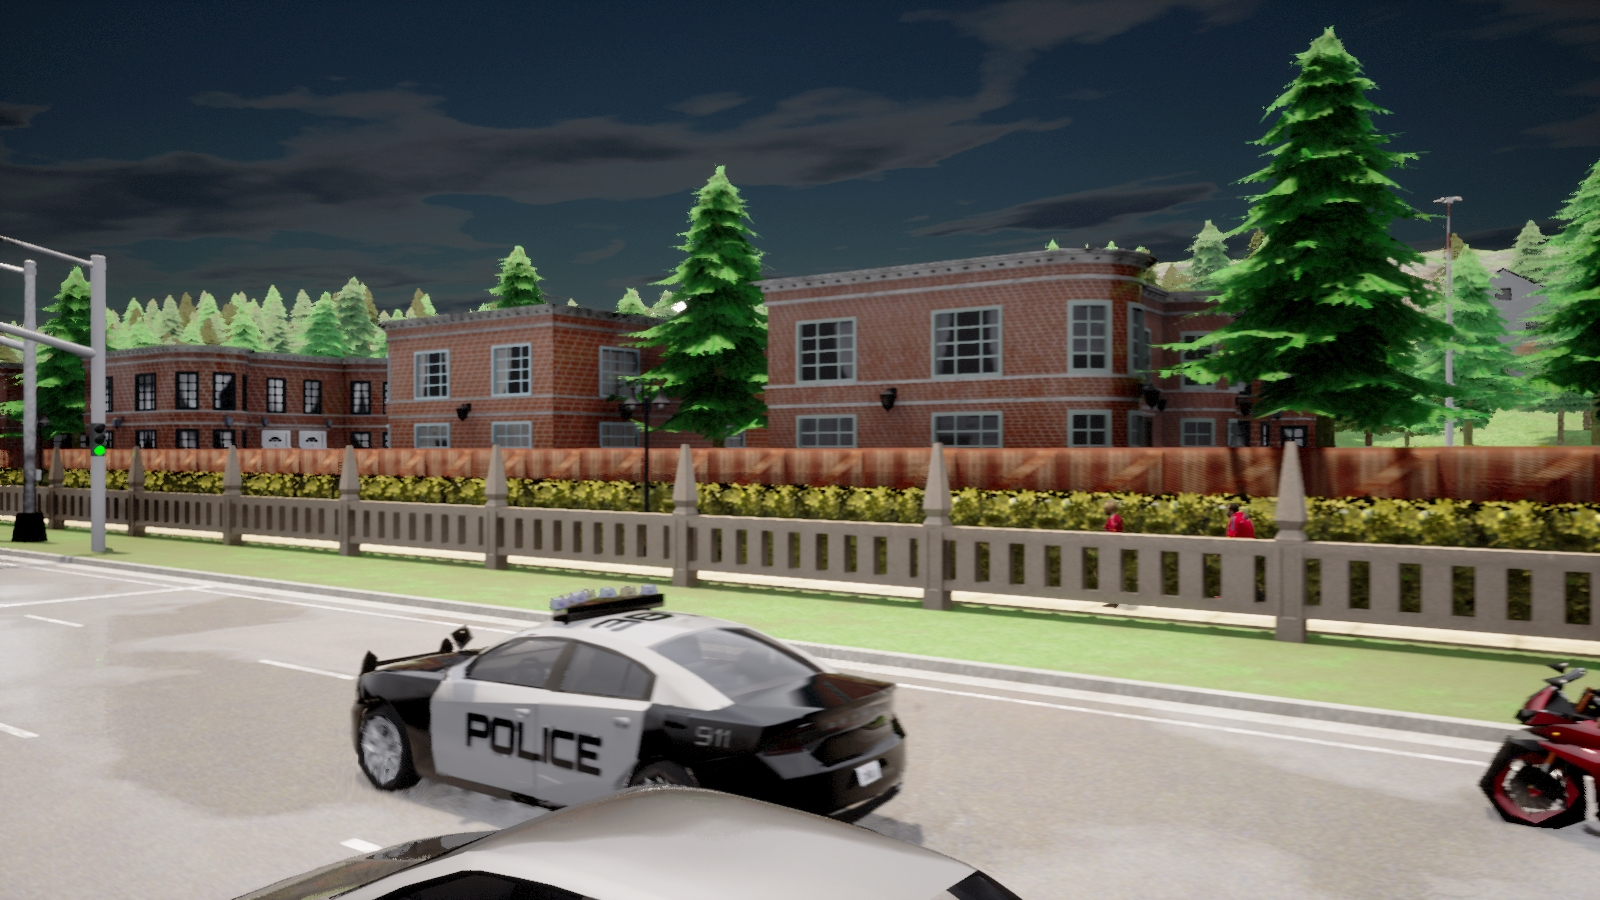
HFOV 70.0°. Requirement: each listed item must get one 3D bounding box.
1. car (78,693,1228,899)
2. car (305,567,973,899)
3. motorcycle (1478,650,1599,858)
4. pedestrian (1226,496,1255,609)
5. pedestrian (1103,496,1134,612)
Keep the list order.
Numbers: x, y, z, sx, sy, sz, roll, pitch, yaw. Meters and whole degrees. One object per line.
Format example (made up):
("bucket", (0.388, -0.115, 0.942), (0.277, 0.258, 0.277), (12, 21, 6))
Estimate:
("car", (-0.784, 2.067, 4.332), (4.193, 1.474, 1.816), (0, 0, 35))
("car", (-1.470, 1.984, 9.088), (5.238, 1.638, 2.097), (0, 0, 35))
("motorcycle", (6.103, 2.205, 8.056), (2.209, 1.251, 0.867), (0, 0, 35))
("pedestrian", (7.370, 1.703, 19.124), (0.375, 1.860, 0.375), (0, 0, 35))
("pedestrian", (5.247, 1.704, 18.820), (0.375, 1.860, 0.375), (0, 0, 35))
